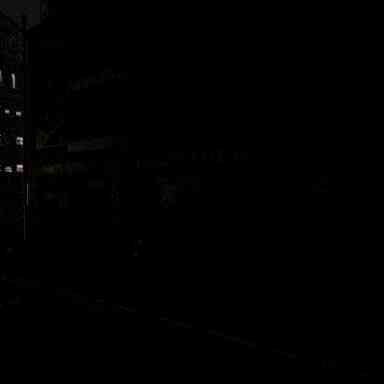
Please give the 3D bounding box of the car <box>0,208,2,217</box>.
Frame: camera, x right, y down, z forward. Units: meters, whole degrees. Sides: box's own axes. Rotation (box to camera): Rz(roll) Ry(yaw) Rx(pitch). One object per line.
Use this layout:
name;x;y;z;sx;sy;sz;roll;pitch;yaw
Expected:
car;-19.502;1.642;29.477;2.097;1.767;4.553;0;-1;33
